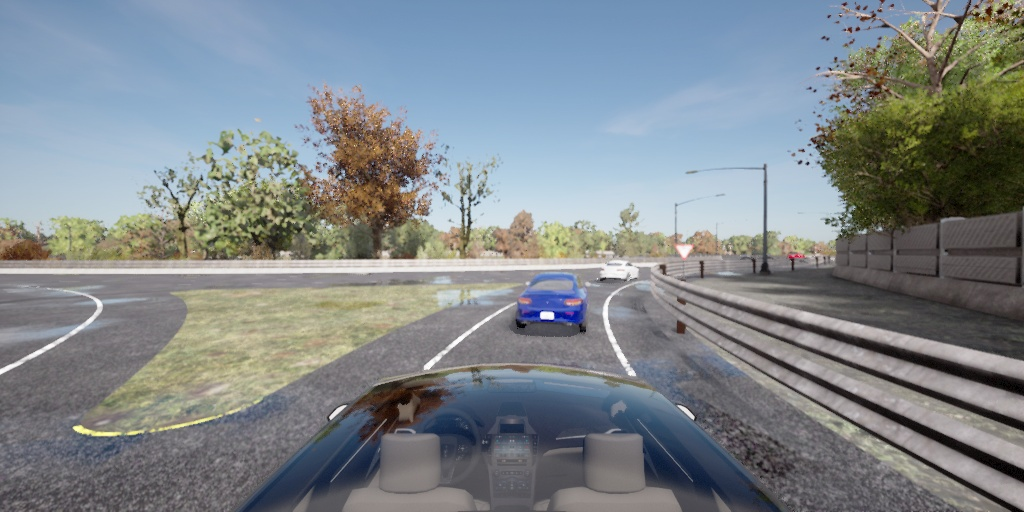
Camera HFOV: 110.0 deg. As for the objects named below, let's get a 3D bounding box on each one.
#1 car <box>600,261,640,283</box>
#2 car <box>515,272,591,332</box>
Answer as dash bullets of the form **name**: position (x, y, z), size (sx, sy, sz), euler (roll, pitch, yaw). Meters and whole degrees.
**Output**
- **car**: position (7.718, 1.053, 25.553), size (1.812, 1.442, 4.674), euler (0, 1, 33)
- **car**: position (1.308, 1.194, 10.554), size (1.812, 1.442, 4.674), euler (0, 1, 12)
